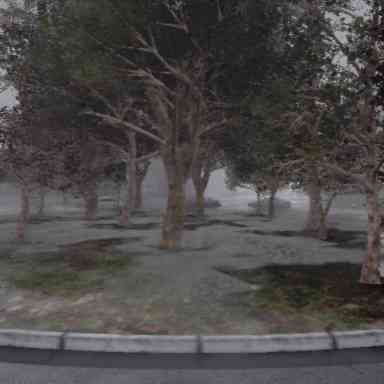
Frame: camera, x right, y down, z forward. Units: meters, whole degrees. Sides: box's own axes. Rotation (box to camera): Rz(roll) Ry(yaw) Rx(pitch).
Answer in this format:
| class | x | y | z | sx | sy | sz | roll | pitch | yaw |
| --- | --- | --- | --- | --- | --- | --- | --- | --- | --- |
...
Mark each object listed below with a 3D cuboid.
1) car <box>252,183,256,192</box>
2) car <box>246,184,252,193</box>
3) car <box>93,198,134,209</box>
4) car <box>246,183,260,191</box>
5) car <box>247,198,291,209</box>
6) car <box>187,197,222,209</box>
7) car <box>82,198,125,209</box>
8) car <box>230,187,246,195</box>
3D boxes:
| class | x | y | z | sx | sy | sz | roll | pitch | yaw |
| --- | --- | --- | --- | --- | --- | --- | --- | --- | --- |
| car | 14.331 | -0.784 | 84.826 | 1.946 | 1.575 | 5.366 | 0 | 4 | 24 |
| car | 12.119 | -0.445 | 79.775 | 1.946 | 1.575 | 5.366 | 0 | 4 | 24 |
| car | -9.994 | 1.437 | 42.267 | 4.718 | 1.301 | 1.895 | 0 | 0 | -24 |
| car | 16.654 | -1.388 | 90.122 | 2.435 | 2.045 | 5.566 | 0 | 4 | 24 |
| car | 9.819 | 1.438 | 42.273 | 5.357 | 1.411 | 2.033 | 0 | 0 | 27 |
| car | 1.384 | 1.392 | 41.386 | 4.674 | 1.442 | 1.812 | 0 | 0 | 5 |
| car | -10.271 | 1.371 | 38.548 | 4.674 | 1.442 | 1.812 | 0 | 0 | -26 |
| car | 9.899 | -0.103 | 74.729 | 1.946 | 1.575 | 5.366 | 0 | 4 | 24 |
